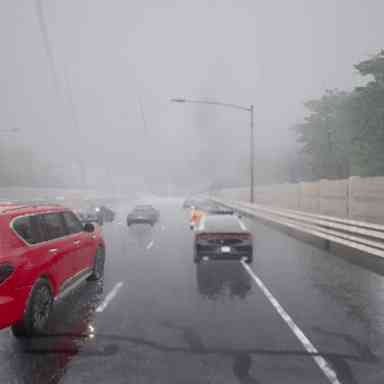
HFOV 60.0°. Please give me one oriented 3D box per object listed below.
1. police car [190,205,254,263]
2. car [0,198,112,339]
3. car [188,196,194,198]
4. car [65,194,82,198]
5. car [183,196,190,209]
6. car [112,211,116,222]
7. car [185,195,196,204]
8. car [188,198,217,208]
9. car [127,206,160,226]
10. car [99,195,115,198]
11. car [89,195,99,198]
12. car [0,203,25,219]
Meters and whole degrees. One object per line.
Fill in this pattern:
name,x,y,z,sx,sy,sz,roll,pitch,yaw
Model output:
police car,0.981,1.500,12.369,1.930,1.638,5.238,0,0,0
car,-3.437,1.265,6.795,2.150,2.045,5.566,0,0,0
car,0.888,1.491,28.227,2.097,1.767,4.553,0,0,0
car,-24.903,1.364,69.866,2.150,2.045,5.566,0,0,0
car,-0.266,1.714,47.356,1.994,1.385,4.181,0,0,0
car,-7.039,1.677,24.388,2.033,1.411,5.357,0,0,0
car,-0.382,1.483,66.547,2.097,1.767,4.553,0,0,0
car,0.923,1.472,22.228,2.097,1.767,4.553,0,0,0
car,-3.541,1.694,24.700,1.994,1.385,4.181,0,0,0
car,-17.913,1.497,71.635,2.097,1.767,4.553,0,0,0
car,-21.422,1.501,73.283,2.097,1.767,4.553,0,0,0
car,-17.778,1.749,31.078,1.895,1.301,4.718,0,0,0
